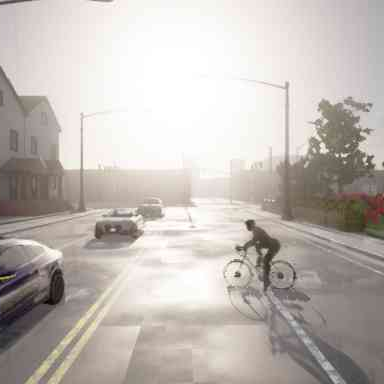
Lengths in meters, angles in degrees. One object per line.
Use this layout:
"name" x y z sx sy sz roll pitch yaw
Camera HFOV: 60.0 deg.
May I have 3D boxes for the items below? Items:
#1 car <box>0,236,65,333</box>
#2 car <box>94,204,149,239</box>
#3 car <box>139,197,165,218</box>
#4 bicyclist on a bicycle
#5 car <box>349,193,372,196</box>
"car" -3.605 1.525 5.410 1.812 1.442 4.674 0 0 0
"car" -3.643 1.564 17.281 1.994 1.385 4.181 0 0 0
"car" -3.648 1.351 30.121 2.097 1.767 4.553 0 0 0
"bicyclist on a bicycle" 1.521 1.453 7.640 1.656 1.620 0.582 -2 0 14
"car" 26.092 1.222 53.188 5.566 2.045 2.150 0 0 0
